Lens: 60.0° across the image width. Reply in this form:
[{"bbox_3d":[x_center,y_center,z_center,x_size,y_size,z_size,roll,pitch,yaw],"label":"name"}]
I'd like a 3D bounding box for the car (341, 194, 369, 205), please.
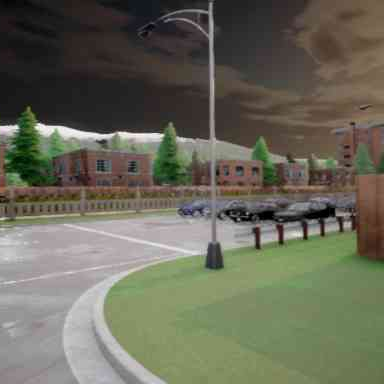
[{"bbox_3d":[23.690,1.016,48.364,4.892,1.490,1.837,0,0,-40],"label":"car"}]

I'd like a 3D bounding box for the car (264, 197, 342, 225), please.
[{"bbox_3d":[6.962,1.311,20.575,5.008,1.535,1.882,-1,0,-40],"label":"car"}]

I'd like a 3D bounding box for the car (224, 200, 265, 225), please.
[{"bbox_3d":[4.730,1.459,23.268,4.718,1.301,1.895,-1,0,-40],"label":"car"}]

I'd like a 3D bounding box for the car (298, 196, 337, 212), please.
[{"bbox_3d":[13.269,1.226,35.059,4.674,1.442,1.812,-2,1,-40],"label":"car"}]

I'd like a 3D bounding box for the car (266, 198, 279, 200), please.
[{"bbox_3d":[8.952,1.306,36.005,5.357,1.411,2.033,-1,0,-40],"label":"car"}]

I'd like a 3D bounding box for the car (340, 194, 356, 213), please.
[{"bbox_3d":[15.094,1.033,32.030,4.553,1.767,2.097,-1,0,-40],"label":"car"}]

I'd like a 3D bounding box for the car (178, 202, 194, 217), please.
[{"bbox_3d":[0.997,1.372,29.278,5.008,1.535,1.882,-1,0,-40],"label":"car"}]

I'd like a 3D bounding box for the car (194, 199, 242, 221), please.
[{"bbox_3d":[2.880,1.367,26.288,4.902,1.511,2.128,-1,0,-40],"label":"car"}]
